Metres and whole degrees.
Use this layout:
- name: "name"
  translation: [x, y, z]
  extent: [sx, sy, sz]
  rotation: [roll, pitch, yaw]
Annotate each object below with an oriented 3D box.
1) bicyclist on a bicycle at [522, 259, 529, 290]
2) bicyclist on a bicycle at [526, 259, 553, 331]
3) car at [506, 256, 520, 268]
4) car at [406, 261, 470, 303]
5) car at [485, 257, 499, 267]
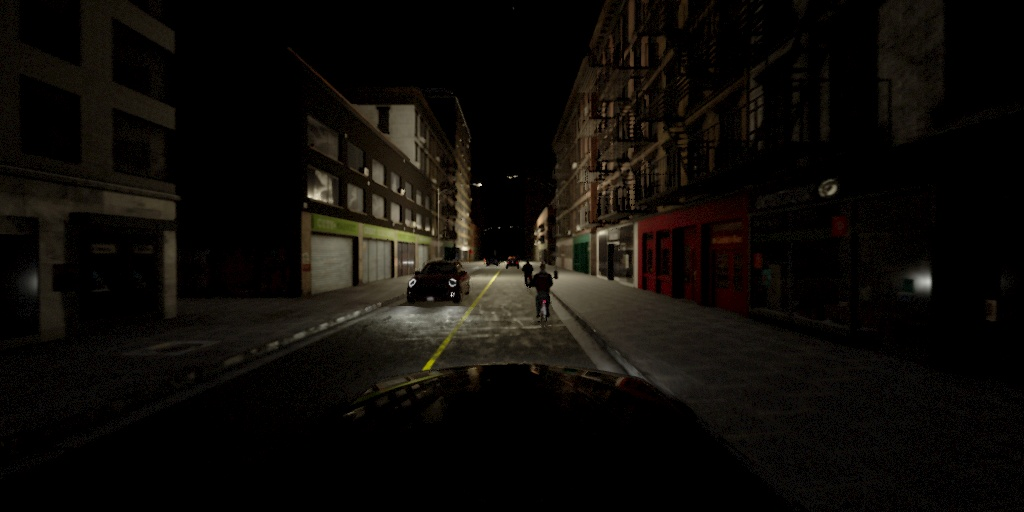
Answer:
- name: "bicyclist on a bicycle"
  translation: [0.828, 1.024, 18.870]
  extent: [0.659, 1.776, 1.843]
  rotation: [0, 1, 0]
- name: "bicyclist on a bicycle"
  translation: [0.827, 1.075, 9.869]
  extent: [0.659, 1.776, 1.843]
  rotation: [0, 1, 0]
- name: "car"
  translation: [0.105, 1.008, 52.143]
  extent: [2.033, 1.411, 5.357]
  rotation: [0, 0, 0]
- name: "car"
  translation: [-3.097, 1.022, 15.851]
  extent: [2.097, 1.767, 4.553]
  rotation: [0, 0, 0]
- name: "car"
  translation: [-3.057, 0.961, 56.121]
  extent: [1.812, 1.442, 4.674]
  rotation: [0, 0, 0]
